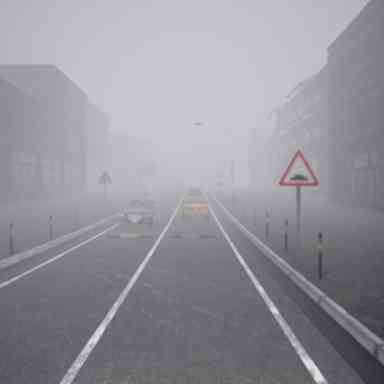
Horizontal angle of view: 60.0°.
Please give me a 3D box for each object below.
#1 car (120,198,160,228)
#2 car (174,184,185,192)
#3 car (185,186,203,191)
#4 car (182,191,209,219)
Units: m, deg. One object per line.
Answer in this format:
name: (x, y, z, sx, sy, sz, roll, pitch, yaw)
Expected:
car: (-2.984, 1.159, 19.805, 2.128, 1.511, 4.902, 0, 2, 0)
car: (-2.067, -0.758, 61.618, 2.033, 1.411, 5.357, 0, 2, 5)
car: (0.362, 0.033, 42.532, 1.837, 1.490, 4.892, 0, 3, 1)
car: (0.239, 0.971, 24.002, 1.801, 1.575, 5.366, 0, 2, 0)
